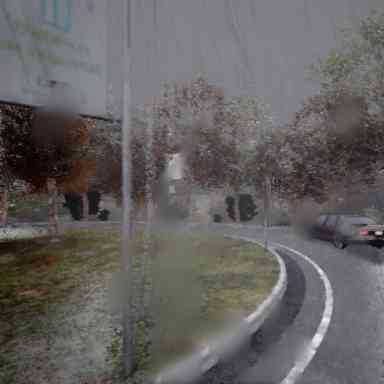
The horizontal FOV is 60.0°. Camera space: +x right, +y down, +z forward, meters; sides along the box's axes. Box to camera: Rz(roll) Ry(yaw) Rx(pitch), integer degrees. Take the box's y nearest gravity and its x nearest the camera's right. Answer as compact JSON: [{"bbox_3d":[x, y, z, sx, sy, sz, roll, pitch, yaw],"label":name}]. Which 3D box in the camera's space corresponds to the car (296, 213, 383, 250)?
[{"bbox_3d":[6.559,1.620,14.774,2.033,1.411,5.357,0,-1,-8],"label":"car"}]
